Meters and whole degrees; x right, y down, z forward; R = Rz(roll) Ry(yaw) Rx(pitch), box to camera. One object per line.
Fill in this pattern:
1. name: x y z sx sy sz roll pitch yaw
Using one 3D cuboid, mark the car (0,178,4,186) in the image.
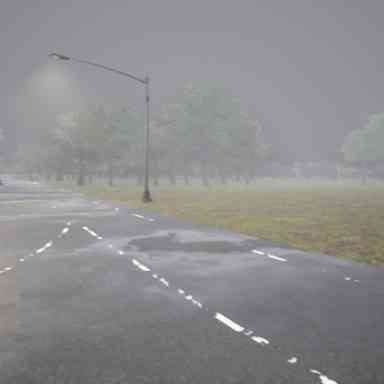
1. car: -37.021 -1.940 63.088 1.882 1.535 5.008 0 3 -23
